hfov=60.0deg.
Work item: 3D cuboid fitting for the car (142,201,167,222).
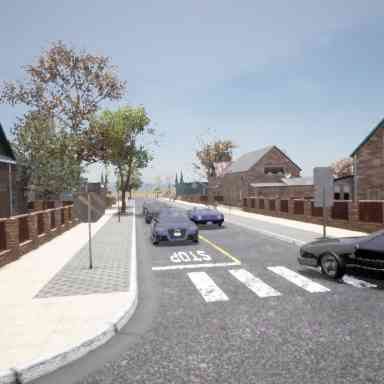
[{"bbox_3d":[-2.707,1.548,26.114,1.882,1.535,5.008,-2,0,-10],"label":"car"}]

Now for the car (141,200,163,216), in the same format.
[{"bbox_3d":[-4.402,1.641,35.962,2.033,1.411,5.357,-2,0,-10],"label":"car"}]

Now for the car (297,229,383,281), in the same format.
[{"bbox_3d":[5.209,1.443,7.610,2.033,1.411,5.357,-2,0,-42],"label":"car"}]

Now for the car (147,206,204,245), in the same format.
[{"bbox_3d":[-0.955,1.609,15.985,1.994,1.385,4.181,-2,0,-10],"label":"car"}]

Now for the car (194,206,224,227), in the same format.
[{"bbox_3d":[0.724,1.586,22.356,1.895,1.301,4.718,-2,0,-8],"label":"car"}]
